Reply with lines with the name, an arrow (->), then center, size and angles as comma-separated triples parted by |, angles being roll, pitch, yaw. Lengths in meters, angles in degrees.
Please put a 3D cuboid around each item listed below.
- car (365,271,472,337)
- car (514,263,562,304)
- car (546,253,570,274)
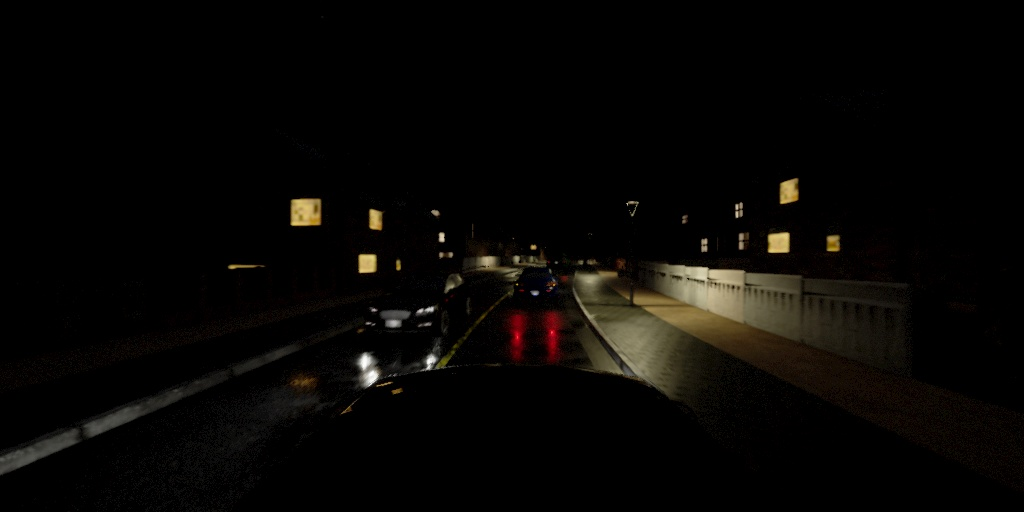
car -> -2.396, 1.205, 10.313 | 2.128, 1.511, 4.902 | 0, 0, 5
car -> 1.135, 1.214, 15.968 | 1.812, 1.442, 4.674 | 0, 0, 6
car -> 4.724, 0.705, 36.850 | 2.150, 2.045, 5.566 | 0, 1, 11
